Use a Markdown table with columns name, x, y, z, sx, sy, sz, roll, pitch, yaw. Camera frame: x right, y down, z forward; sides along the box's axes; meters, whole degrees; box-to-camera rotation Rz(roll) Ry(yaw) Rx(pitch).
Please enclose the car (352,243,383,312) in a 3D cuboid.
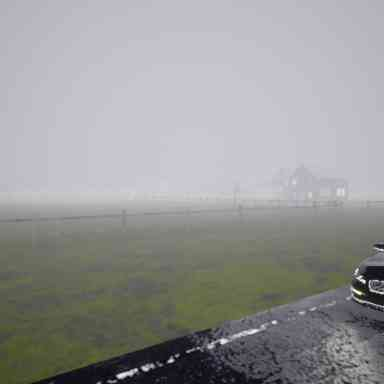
| name | x | y | z | sx | sy | sz | roll | pitch | yaw |
| --- | --- | --- | --- | --- | --- | --- | --- | --- | --- |
| car | 5.179 | 1.467 | 6.770 | 4.892 | 1.490 | 1.837 | 0 | 0 | -36 |
